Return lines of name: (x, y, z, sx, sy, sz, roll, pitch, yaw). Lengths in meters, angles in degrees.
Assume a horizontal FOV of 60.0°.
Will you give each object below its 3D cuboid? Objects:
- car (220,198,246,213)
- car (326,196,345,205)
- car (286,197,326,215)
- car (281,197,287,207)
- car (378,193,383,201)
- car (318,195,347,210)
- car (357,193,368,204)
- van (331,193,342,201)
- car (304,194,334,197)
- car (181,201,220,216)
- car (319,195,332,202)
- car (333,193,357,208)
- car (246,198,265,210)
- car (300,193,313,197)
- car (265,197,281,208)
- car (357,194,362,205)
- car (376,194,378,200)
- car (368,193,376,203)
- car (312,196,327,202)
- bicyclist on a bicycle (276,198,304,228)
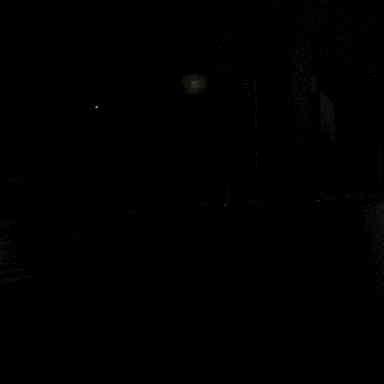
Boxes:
car: (3.841, 1.366, 36.318, 1.967, 1.590, 4.097, 0, 0, 35)
car: (23.285, 1.353, 53.893, 1.812, 1.442, 4.674, -1, 0, 35)
car: (10.843, 1.424, 31.453, 1.947, 1.339, 4.313, 0, 0, 35)
car: (13.488, 1.455, 50.218, 1.947, 1.339, 4.313, 0, 0, 35)
car: (42.991, 1.358, 77.778, 1.802, 1.307, 4.206, -1, 0, 35)
car: (17.272, 1.377, 40.719, 1.887, 1.381, 4.507, 0, 0, 35)
car: (26.915, 1.117, 54.617, 2.192, 1.841, 5.009, 0, 0, 35)
van: (35.992, 1.185, 82.650, 1.690, 1.788, 3.998, -1, 0, 35)
car: (17.421, 1.336, 45.441, 2.128, 1.511, 4.902, -1, 0, 35)
car: (0.627, 1.524, 31.685, 1.802, 1.307, 4.206, 0, 0, 35)
car: (29.564, 1.426, 73.382, 1.802, 1.307, 4.206, 0, 0, 35)
car: (20.486, 1.136, 45.352, 2.192, 1.841, 5.009, 0, 0, 35)
car: (7.057, 1.495, 40.951, 1.802, 1.307, 4.206, 0, 0, 35)
car: (19.918, 1.415, 59.484, 1.887, 1.381, 4.507, 0, 0, 35)
car: (10.175, 1.426, 45.444, 1.752, 1.417, 4.829, 0, 0, 35)
car: (23.702, 1.377, 49.983, 1.947, 1.339, 4.313, 0, 0, 35)
car: (36.658, 1.302, 68.653, 1.752, 1.417, 4.829, -1, 0, 35)
car: (33.346, 1.099, 63.882, 2.192, 1.841, 5.009, 0, 0, 35)
car: (26.350, 1.418, 68.750, 1.947, 1.339, 4.313, 0, 0, 35)
bicyclist on a bicycle: (5.360, 1.177, 18.359, 1.656, 1.620, 0.582, -1, 0, 35)
